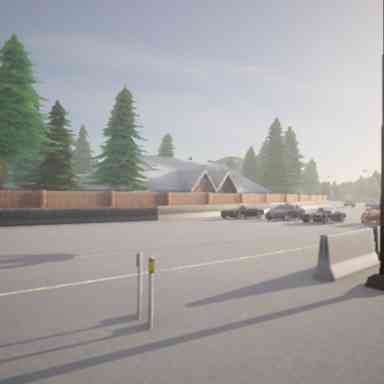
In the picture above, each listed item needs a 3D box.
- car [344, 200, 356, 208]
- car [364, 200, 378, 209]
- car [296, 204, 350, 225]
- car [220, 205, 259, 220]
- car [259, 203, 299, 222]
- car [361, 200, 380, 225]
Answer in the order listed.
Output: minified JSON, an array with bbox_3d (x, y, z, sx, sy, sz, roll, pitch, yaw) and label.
[{"bbox_3d":[29.836,2.198,62.806,1.837,1.490,4.892,0,0,30],"label":"car"},{"bbox_3d":[33.119,2.239,61.501,2.033,1.411,5.357,0,0,30],"label":"car"},{"bbox_3d":[10.682,1.905,26.895,4.718,1.301,1.895,1,-1,-45],"label":"car"},{"bbox_3d":[4.709,1.875,30.840,4.718,1.301,1.895,1,-1,-44],"label":"car"},{"bbox_3d":[8.378,1.806,29.561,4.892,1.490,1.837,1,0,-45],"label":"car"},{"bbox_3d":[15.172,1.698,26.496,2.097,1.767,4.553,0,-1,44],"label":"car"}]
